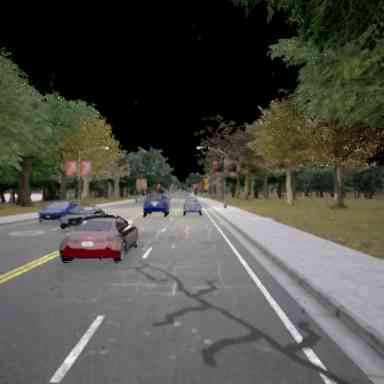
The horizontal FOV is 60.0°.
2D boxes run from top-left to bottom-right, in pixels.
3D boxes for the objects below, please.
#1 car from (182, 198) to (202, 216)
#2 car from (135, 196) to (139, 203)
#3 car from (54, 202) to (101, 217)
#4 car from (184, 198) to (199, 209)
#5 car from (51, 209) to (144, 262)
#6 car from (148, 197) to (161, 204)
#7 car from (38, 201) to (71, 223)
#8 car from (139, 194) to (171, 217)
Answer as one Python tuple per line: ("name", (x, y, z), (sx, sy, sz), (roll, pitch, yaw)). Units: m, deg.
("car", (0.041, 1.499, 32.489), (2.033, 1.411, 5.357), (0, 0, 0))
("car", (-10.087, 1.467, 65.958), (2.128, 1.511, 4.902), (0, 0, 0))
("car", (-6.614, 1.524, 20.730), (1.994, 1.385, 4.181), (0, 0, 0))
("car", (-0.104, 1.518, 45.406), (1.994, 1.385, 4.181), (0, 0, 0))
("car", (-3.149, 1.537, 12.030), (1.994, 1.385, 4.181), (0, 0, 0))
("car", (-6.807, 1.562, 61.198), (1.895, 1.301, 4.718), (0, 0, 0))
("car", (-9.880, 1.433, 25.295), (1.882, 1.535, 5.008), (0, 0, 0))
("car", (-3.203, 1.173, 31.039), (2.150, 2.045, 5.566), (0, 0, 0))
